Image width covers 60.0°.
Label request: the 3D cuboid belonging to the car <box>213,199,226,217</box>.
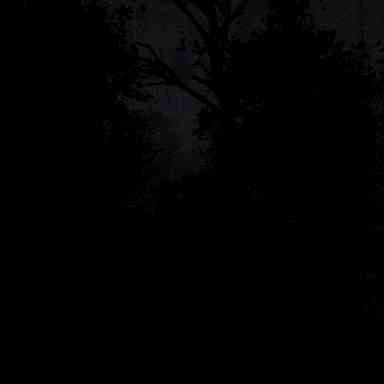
[{"bbox_3d":[3.086,1.307,26.297,5.008,1.535,1.882,1,0,35],"label":"car"}]

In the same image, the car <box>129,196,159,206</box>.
[{"bbox_3d":[-6.802,1.264,47.912,2.033,1.411,5.357,0,0,26],"label":"car"}]
